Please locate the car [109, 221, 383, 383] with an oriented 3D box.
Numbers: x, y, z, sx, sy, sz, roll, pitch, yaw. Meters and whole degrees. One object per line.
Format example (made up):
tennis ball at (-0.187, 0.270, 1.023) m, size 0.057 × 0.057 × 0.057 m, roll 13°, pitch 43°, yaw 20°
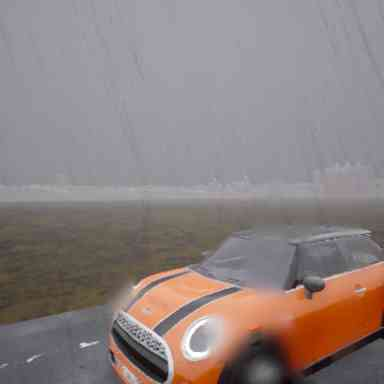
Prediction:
car at (1.170, 1.348, 4.825) m, size 4.553 × 1.767 × 2.097 m, roll 0°, pitch 0°, yaw -35°
